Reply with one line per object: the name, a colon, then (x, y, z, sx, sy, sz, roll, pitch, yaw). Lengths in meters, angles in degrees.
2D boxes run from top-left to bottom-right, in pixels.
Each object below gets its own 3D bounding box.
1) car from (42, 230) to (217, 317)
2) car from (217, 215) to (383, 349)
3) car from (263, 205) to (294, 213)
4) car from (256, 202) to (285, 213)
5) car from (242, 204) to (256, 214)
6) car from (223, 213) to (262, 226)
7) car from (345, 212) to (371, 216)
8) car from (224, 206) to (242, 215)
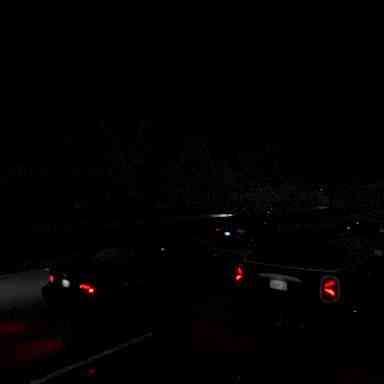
car: (-0.757, 1.824, 8.227, 2.033, 1.411, 5.357, -2, -2, 40)
car: (2.766, 1.551, 6.994, 2.097, 1.767, 4.553, -2, -2, 40)
car: (12.091, 2.782, 45.454, 1.895, 1.301, 4.718, -2, -2, 40)
car: (12.718, 2.568, 51.604, 2.150, 2.045, 5.566, -2, -2, 41)
car: (10.766, 2.813, 54.717, 2.097, 1.767, 4.553, -2, -2, 41)
car: (3.072, 2.089, 18.200, 1.994, 1.385, 4.181, -2, -2, 40)
car: (11.167, 2.063, 22.372, 1.812, 1.442, 4.674, -2, -2, 40)
car: (7.172, 3.104, 55.858, 1.994, 1.385, 4.181, -2, -2, 41)
